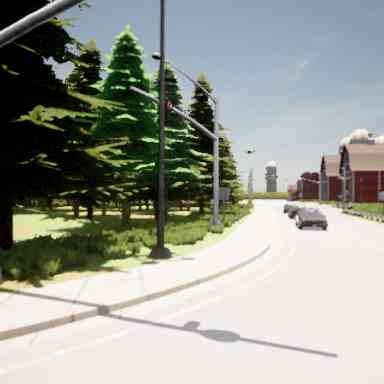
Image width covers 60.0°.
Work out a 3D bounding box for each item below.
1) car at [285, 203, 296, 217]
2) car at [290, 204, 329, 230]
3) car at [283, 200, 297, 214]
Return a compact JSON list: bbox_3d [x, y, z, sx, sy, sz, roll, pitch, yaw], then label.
[{"bbox_3d":[10.710,1.996,33.291,1.895,1.301,4.718,0,-1,13],"label":"car"},{"bbox_3d":[8.481,1.837,23.902,2.033,1.411,5.357,0,-1,14],"label":"car"},{"bbox_3d":[12.904,2.068,43.112,1.994,1.385,4.181,0,-1,12],"label":"car"}]
